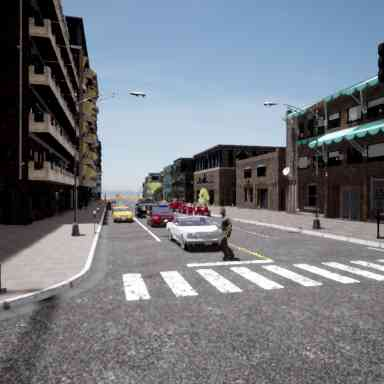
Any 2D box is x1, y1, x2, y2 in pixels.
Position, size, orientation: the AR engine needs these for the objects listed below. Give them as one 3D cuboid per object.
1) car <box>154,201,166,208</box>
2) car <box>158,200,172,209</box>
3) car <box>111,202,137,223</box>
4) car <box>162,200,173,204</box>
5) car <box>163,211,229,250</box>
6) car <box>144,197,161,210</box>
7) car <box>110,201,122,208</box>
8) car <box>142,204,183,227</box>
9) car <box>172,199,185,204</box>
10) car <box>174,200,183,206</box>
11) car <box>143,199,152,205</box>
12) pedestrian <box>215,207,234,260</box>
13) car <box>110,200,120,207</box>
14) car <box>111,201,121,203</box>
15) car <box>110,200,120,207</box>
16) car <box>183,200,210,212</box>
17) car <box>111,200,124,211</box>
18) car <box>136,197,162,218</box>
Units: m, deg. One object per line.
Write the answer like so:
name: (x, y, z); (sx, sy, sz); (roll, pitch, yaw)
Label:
car: (-6.222, 2.360, 64.683); (1.802, 1.307, 4.206); (-1, -1, -14)
car: (-4.889, 2.237, 59.341); (1.752, 1.417, 4.829); (-1, -1, -14)
car: (-6.141, 1.870, 29.451); (1.752, 1.417, 4.829); (-1, -1, -14)
car: (-4.271, 2.111, 46.022); (1.994, 1.385, 4.181); (0, -1, -14)
car: (0.115, 1.773, 15.423); (1.895, 1.301, 4.718); (0, -1, -14)
car: (-6.729, 1.888, 55.649); (2.150, 2.045, 5.566); (0, -1, -14)
car: (-14.360, 2.324, 62.681); (1.947, 1.339, 4.313); (-1, -1, -14)
car: (-2.328, 1.855, 25.177); (1.994, 1.385, 4.181); (0, -1, -15)
car: (-2.100, 1.887, 48.162); (2.192, 1.841, 5.009); (-1, -1, -14)
car: (-0.722, 2.086, 42.651); (1.802, 1.307, 4.206); (-1, -1, -14)
car: (-11.763, 2.584, 86.880); (1.752, 1.417, 4.829); (-1, -1, -14)
pedestrian: (1.128, 1.419, 11.495); (0.375, 1.860, 0.375); (-1, 0, -14)
car: (-17.110, 2.447, 73.698); (2.008, 1.369, 4.403); (-1, -1, -14)
car: (-7.505, 1.966, 35.136); (2.008, 1.369, 4.403); (-1, -1, -14)
car: (-15.735, 2.372, 68.189); (1.887, 1.381, 4.507); (-1, -1, -14)
car: (0.671, 1.876, 37.151); (1.967, 1.590, 4.097); (-1, -1, -14)
car: (-11.617, 2.061, 51.665); (1.967, 1.590, 4.097); (-1, -1, -14)
car: (-4.876, 1.640, 35.483); (2.150, 2.045, 5.566); (0, -1, -13)
